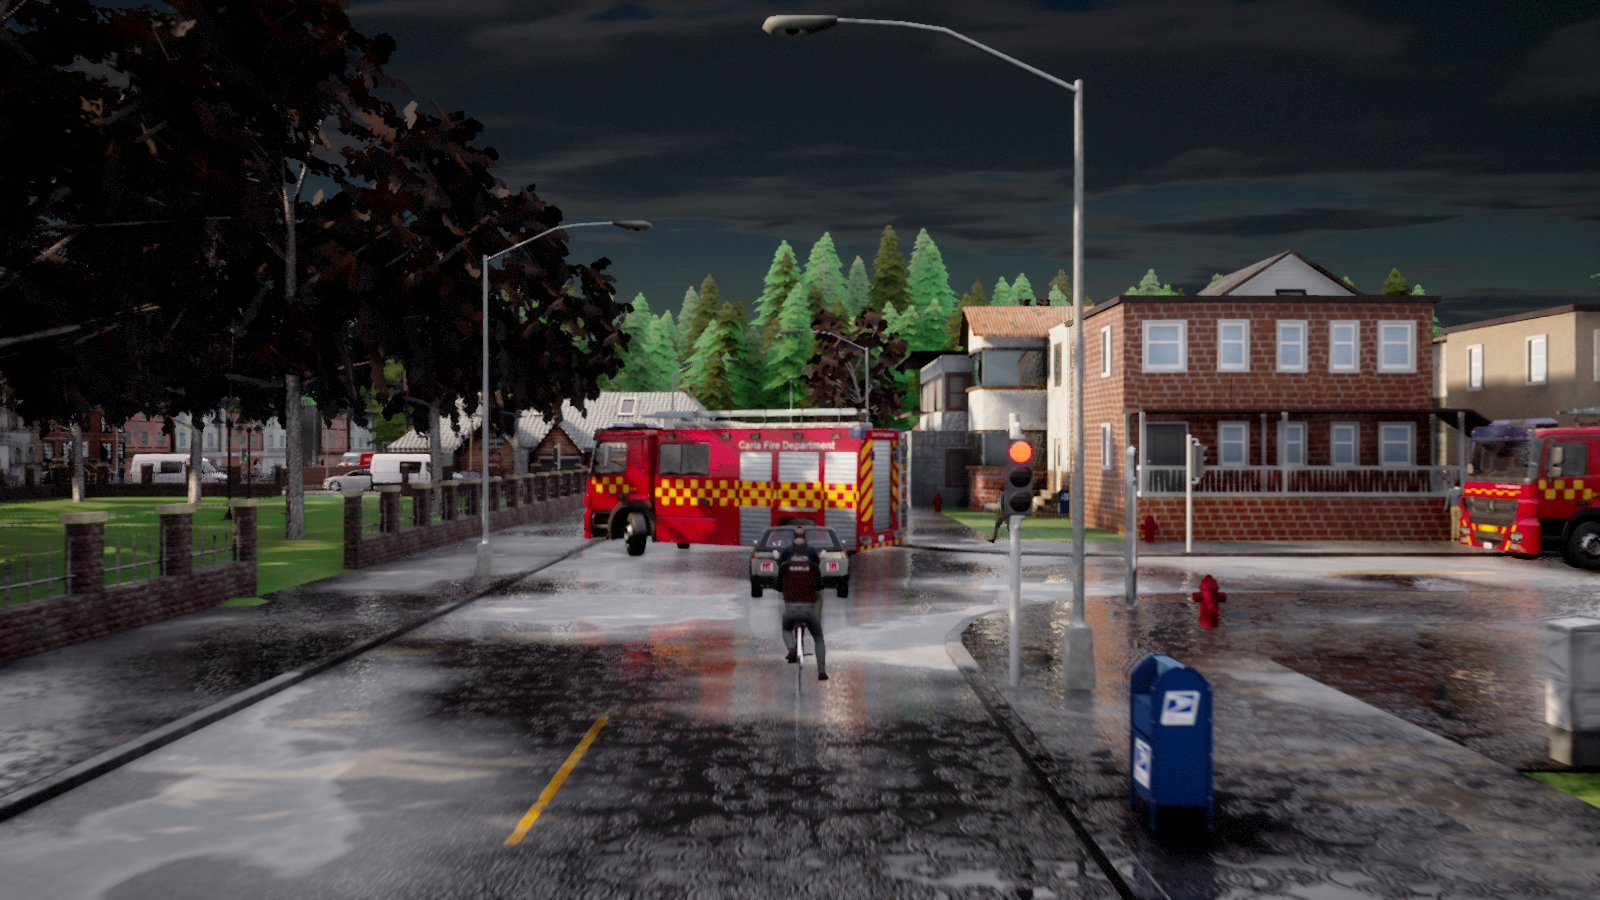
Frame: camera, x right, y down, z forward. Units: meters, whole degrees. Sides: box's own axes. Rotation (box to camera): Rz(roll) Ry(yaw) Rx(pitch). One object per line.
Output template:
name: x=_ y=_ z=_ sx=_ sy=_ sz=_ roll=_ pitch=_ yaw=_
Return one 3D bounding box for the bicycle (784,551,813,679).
bicycle: x=-0.021 y=1.940 z=13.798 sx=0.329 sy=1.271 sz=1.835 roll=0 pitch=0 yaw=0

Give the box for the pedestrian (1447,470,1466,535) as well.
pedestrian: x=19.094 y=1.522 z=33.213 sx=0.375 sy=1.860 sz=0.375 roll=0 pitch=0 yaw=-40

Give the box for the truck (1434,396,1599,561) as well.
truck: x=20.586 y=0.671 z=28.006 sx=8.468 sy=3.827 sz=2.891 roll=0 pitch=0 yaw=0

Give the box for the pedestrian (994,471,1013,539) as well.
pedestrian: x=5.667 y=1.516 z=31.778 sx=0.375 sy=1.860 sz=0.375 roll=0 pitch=0 yaw=39

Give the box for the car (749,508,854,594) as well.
car: x=0.023 y=1.935 z=22.929 sx=1.895 sy=1.301 sz=4.718 roll=0 pitch=0 yaw=0

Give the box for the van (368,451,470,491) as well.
van: x=-24.403 y=1.314 z=73.346 sx=5.915 sy=2.561 sz=1.988 roll=0 pitch=0 yaw=1

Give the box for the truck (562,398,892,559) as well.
truck: x=-2.043 y=0.670 z=30.367 sx=8.468 sy=3.827 sz=2.891 roll=0 pitch=0 yaw=28
